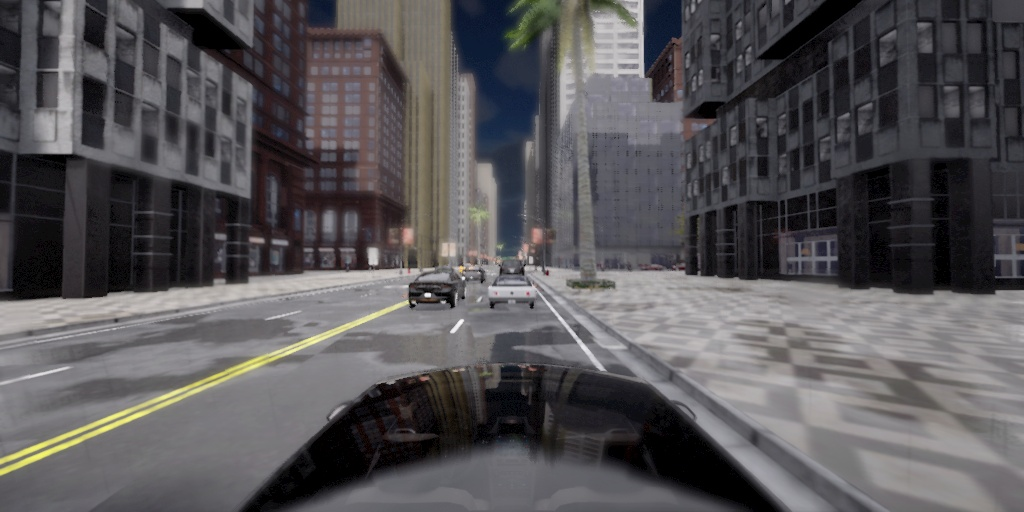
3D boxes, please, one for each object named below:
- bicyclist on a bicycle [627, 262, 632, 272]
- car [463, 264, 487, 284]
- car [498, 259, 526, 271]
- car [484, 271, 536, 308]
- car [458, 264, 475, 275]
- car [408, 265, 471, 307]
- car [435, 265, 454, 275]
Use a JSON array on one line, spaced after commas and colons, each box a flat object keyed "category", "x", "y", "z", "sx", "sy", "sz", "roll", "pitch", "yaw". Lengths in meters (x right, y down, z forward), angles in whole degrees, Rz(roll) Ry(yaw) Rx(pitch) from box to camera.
[{"category": "bicyclist on a bicycle", "x": 18.389, "y": 1.665, "z": 56.157, "sx": 0.582, "sy": 1.620, "sz": 1.656, "roll": 0, "pitch": -2, "yaw": -1}, {"category": "car", "x": -3.249, "y": 1.578, "z": 31.165, "sx": 2.128, "sy": 1.511, "sz": 4.902, "roll": 0, "pitch": -1, "yaw": 0}, {"category": "car", "x": -0.002, "y": 1.298, "z": 30.900, "sx": 2.150, "sy": 2.045, "sz": 5.566, "roll": 0, "pitch": -1, "yaw": 0}, {"category": "car", "x": 0.001, "y": 1.498, "z": 15.977, "sx": 1.895, "sy": 1.301, "sz": 4.718, "roll": 0, "pitch": -1, "yaw": 0}, {"category": "car", "x": -6.509, "y": 1.896, "z": 51.989, "sx": 1.882, "sy": 1.535, "sz": 5.008, "roll": 0, "pitch": -1, "yaw": 0}, {"category": "car", "x": -3.246, "y": 1.379, "z": 16.336, "sx": 1.882, "sy": 1.535, "sz": 5.008, "roll": 0, "pitch": 0, "yaw": 0}, {"category": "car", "x": -9.756, "y": 2.024, "z": 52.361, "sx": 1.895, "sy": 1.301, "sz": 4.718, "roll": 0, "pitch": -1, "yaw": 0}]
